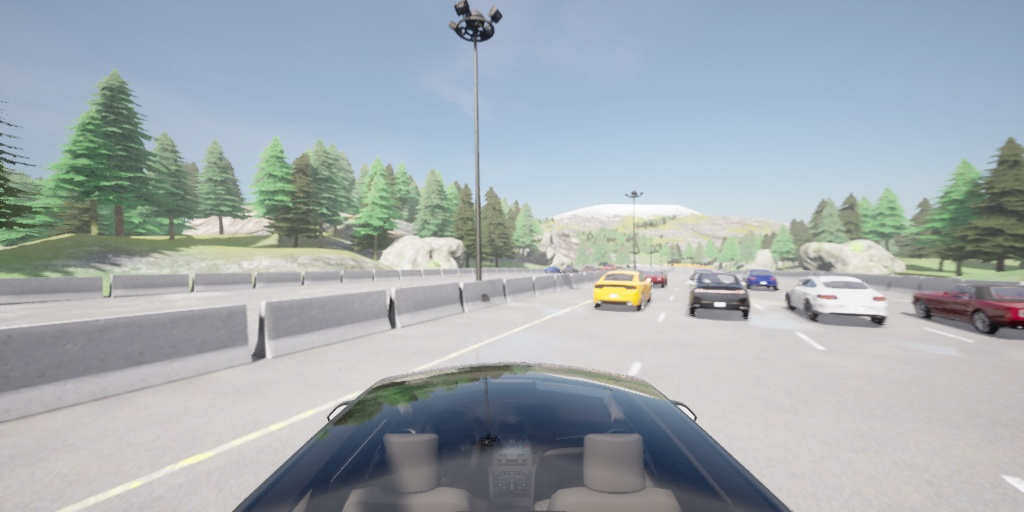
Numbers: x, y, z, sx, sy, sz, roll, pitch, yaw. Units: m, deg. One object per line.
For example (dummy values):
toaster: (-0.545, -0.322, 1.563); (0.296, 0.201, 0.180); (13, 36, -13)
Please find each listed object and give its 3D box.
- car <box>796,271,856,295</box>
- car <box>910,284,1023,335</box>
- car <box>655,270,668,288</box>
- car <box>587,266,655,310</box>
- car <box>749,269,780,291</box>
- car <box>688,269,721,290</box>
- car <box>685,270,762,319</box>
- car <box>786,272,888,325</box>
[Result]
car: (20.655, 1.708, 23.841); (1.895, 1.301, 4.718); (0, -1, 27)
car: (13.952, 1.454, 10.388); (1.895, 1.301, 4.718); (0, -1, 27)
car: (11.253, 1.768, 28.515); (1.895, 1.301, 4.718); (0, -1, 27)
car: (5.022, 1.404, 15.992); (1.882, 1.535, 5.008); (0, -1, 27)
car: (17.825, 1.665, 25.996); (1.812, 1.442, 4.674); (0, -1, 27)
car: (14.429, 1.713, 27.040); (1.994, 1.385, 4.181); (0, -1, 27)
car: (7.820, 1.389, 13.772); (2.128, 1.511, 4.902); (0, -1, 27)
car: (11.127, 1.407, 12.557); (1.812, 1.442, 4.674); (0, -1, 27)
